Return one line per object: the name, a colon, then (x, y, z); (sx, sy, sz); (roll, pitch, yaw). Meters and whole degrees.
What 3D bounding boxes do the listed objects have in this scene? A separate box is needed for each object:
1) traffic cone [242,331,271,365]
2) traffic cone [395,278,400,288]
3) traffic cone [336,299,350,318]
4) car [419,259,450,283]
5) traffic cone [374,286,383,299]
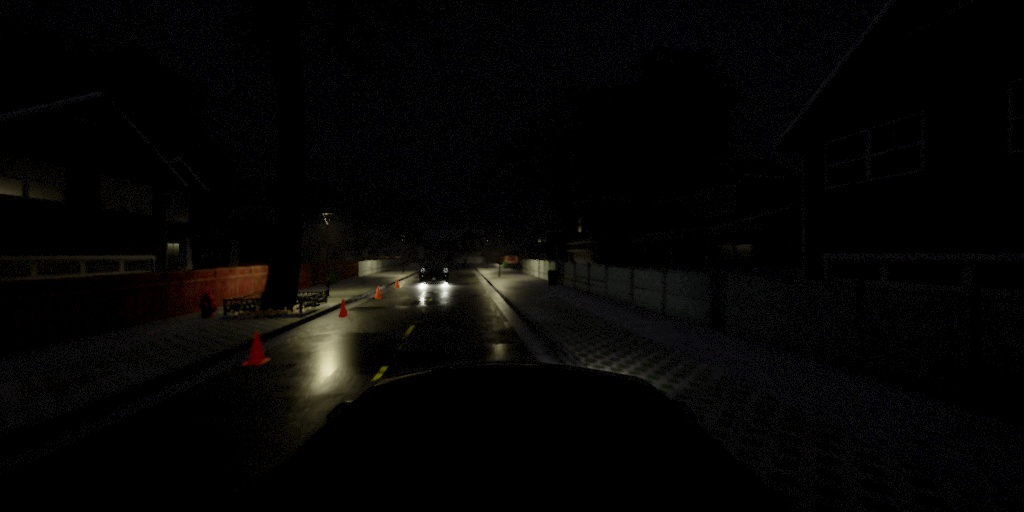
traffic cone: (-4.822, 1.718, 6.784); (0.340, 0.580, 0.340); (0, 0, -8)
traffic cone: (-6.909, 1.649, 21.638); (0.340, 0.580, 0.340); (0, 0, -8)
traffic cone: (-5.518, 1.695, 11.735); (0.340, 0.580, 0.340); (0, 0, -8)
car: (-5.813, 0.999, 27.234); (2.097, 1.767, 4.553); (-1, 1, -10)
traffic cone: (-6.213, 1.673, 16.686); (0.340, 0.580, 0.340); (0, 0, -8)
